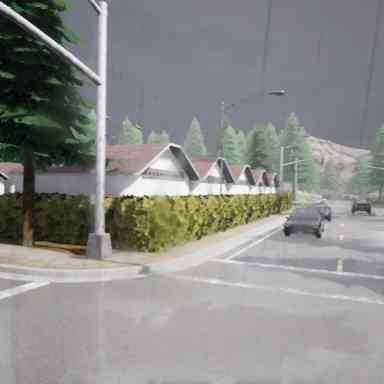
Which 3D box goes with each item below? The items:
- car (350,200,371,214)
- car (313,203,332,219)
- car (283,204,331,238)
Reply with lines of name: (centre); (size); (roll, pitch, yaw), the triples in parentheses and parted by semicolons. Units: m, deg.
car: (19.349, 1.683, 38.167); (1.837, 1.490, 4.892); (1, 0, 23)
car: (10.633, 1.665, 27.854); (1.994, 1.385, 4.181); (1, 0, 25)
car: (6.480, 1.635, 18.849); (2.033, 1.411, 5.357); (1, 0, 25)
